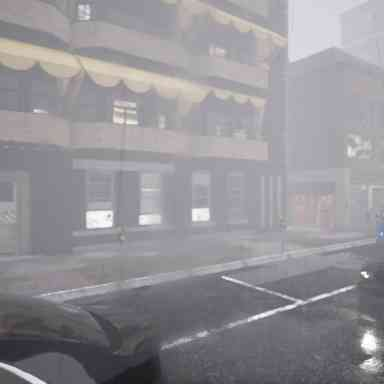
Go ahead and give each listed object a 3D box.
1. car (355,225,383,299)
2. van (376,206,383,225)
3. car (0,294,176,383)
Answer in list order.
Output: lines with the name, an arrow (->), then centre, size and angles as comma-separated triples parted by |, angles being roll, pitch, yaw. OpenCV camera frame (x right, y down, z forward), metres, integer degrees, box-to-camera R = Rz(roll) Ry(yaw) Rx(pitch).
car -> 5.865, 1.515, 7.437 | 5.357, 1.411, 2.033 | 0, 0, -35
van -> 8.673, 1.289, 12.744 | 3.998, 1.788, 1.690 | 0, 0, -35
car -> -2.371, 1.509, 1.677 | 4.892, 1.490, 1.837 | 0, 0, -35
